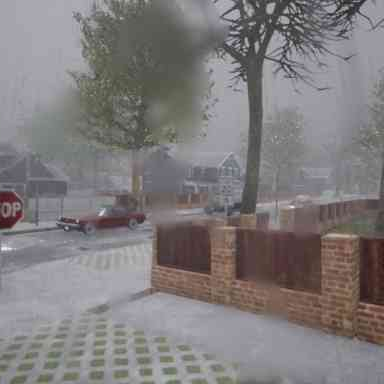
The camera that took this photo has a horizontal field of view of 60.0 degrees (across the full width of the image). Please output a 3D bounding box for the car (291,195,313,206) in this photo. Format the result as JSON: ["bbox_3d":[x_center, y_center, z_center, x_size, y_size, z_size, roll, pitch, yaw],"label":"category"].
[{"bbox_3d":[15.168,1.121,45.657,1.812,1.442,4.674,3,2,35],"label":"car"}]

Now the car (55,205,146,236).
[{"bbox_3d":[-4.727,1.416,17.753,1.895,1.301,4.718,2,2,35],"label":"car"}]

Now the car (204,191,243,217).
[{"bbox_3d":[3.249,0.965,28.994,2.150,2.045,5.566,3,2,36],"label":"car"}]
